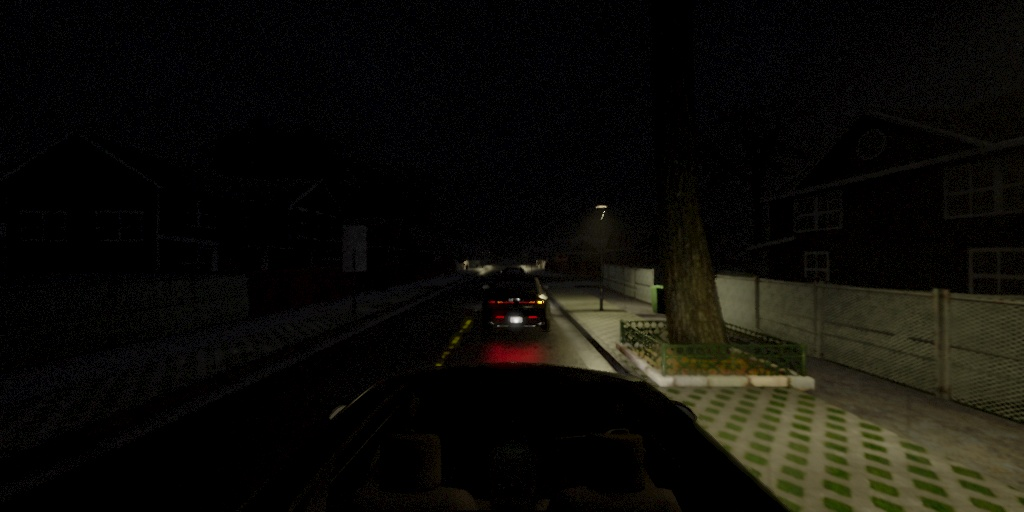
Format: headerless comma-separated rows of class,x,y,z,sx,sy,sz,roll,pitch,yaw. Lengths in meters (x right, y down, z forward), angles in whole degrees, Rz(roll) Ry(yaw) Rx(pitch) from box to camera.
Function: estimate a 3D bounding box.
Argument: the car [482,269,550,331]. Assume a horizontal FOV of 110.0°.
car,0.107,1.330,11.248,1.837,1.490,4.892,0,0,0
